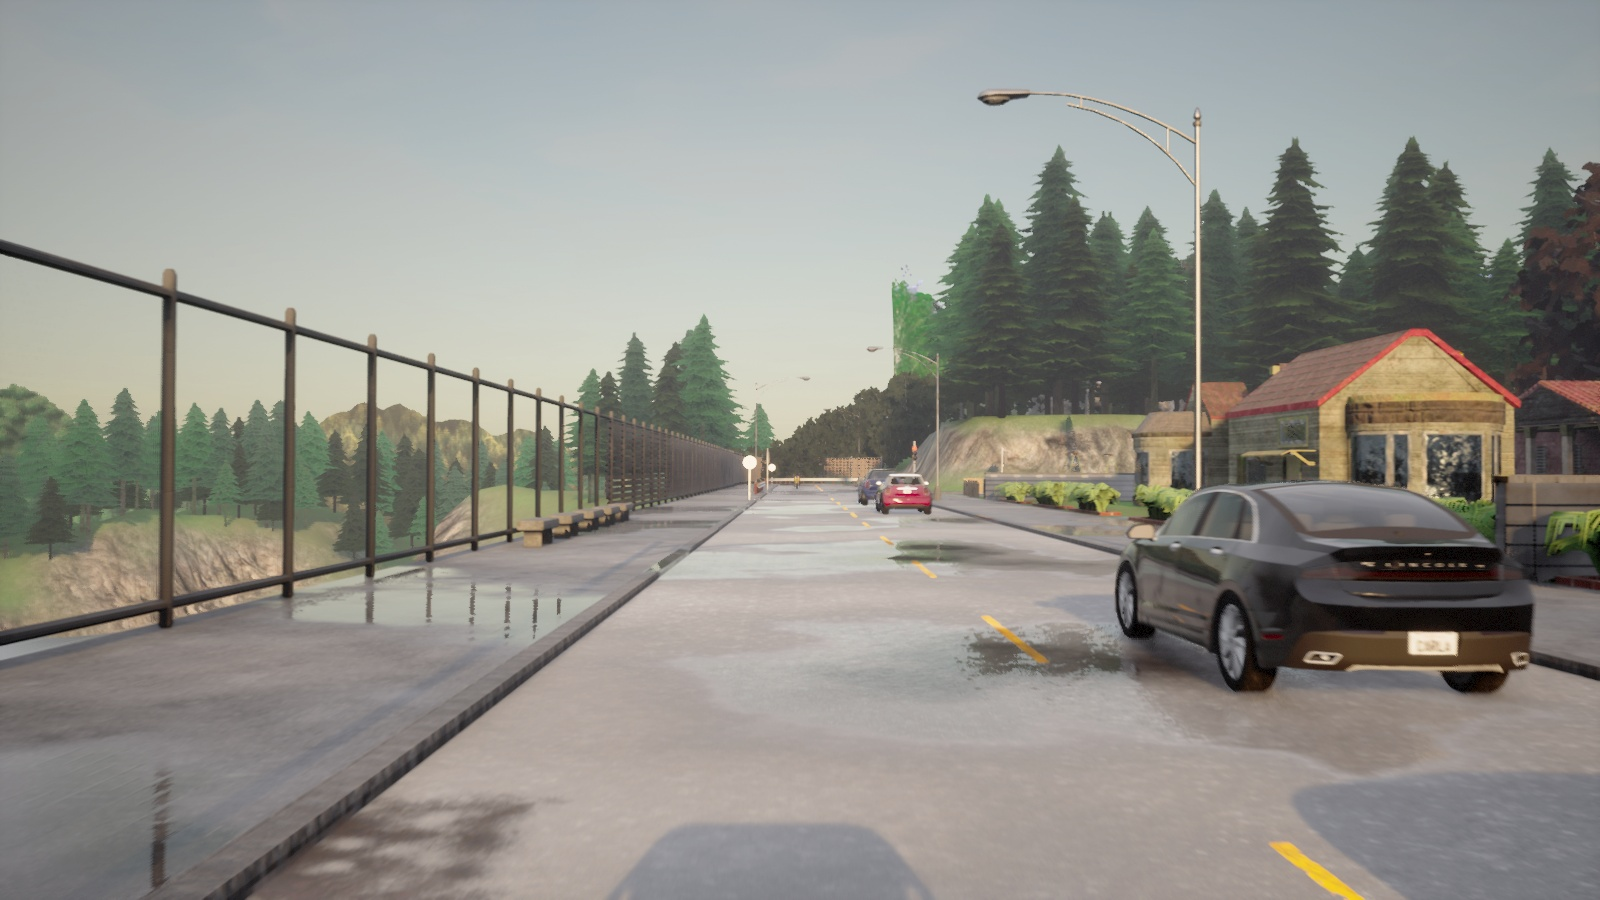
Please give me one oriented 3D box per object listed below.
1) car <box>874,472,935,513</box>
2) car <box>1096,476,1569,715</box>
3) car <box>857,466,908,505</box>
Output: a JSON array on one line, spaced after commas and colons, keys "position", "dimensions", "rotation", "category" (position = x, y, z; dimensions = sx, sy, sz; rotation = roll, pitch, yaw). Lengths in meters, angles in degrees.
[{"position": [3.888, 1.559, 47.450], "dimensions": [1.970, 1.475, 3.806], "rotation": [0, -1, 0], "category": "car"}, {"position": [3.974, 0.979, 10.465], "dimensions": [1.837, 1.490, 4.892], "rotation": [0, -1, 0], "category": "car"}, {"position": [3.864, 1.651, 59.320], "dimensions": [2.097, 1.767, 4.553], "rotation": [0, -1, 0], "category": "car"}]
